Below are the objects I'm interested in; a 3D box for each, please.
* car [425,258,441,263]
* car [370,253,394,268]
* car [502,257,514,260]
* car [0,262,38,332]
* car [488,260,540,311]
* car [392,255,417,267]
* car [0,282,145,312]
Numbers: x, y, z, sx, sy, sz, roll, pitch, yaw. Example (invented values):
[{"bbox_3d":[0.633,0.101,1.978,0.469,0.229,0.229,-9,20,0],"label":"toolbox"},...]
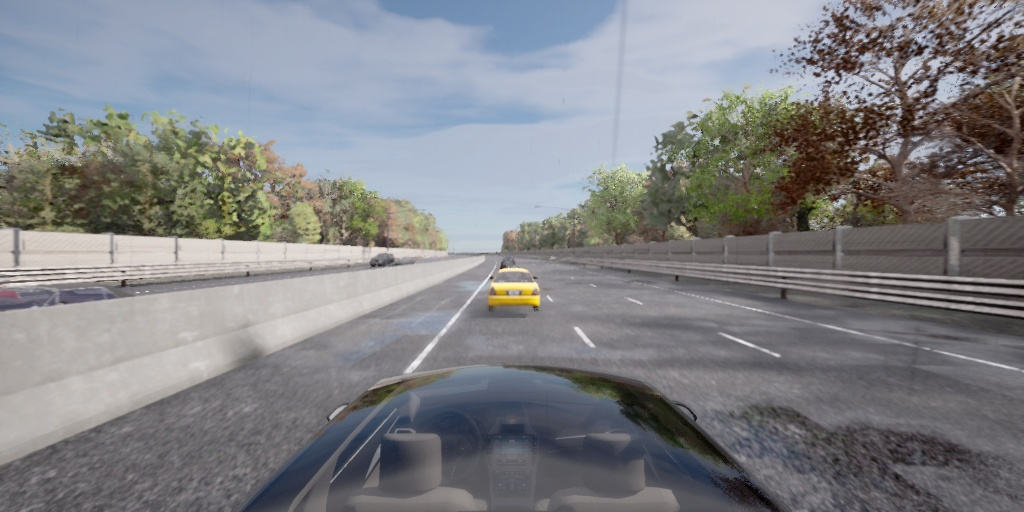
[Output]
[{"bbox_3d":[-11.266,0.963,51.570,2.033,1.411,5.357,0,0,-1],"label":"car"},{"bbox_3d":[-18.257,0.639,51.024,2.150,2.045,5.566,0,1,-1],"label":"car"},{"bbox_3d":[-0.495,0.878,46.927,2.033,1.649,4.856,0,0,-1],"label":"car"},{"bbox_3d":[-14.117,1.067,7.596,2.097,1.767,4.553,0,0,0],"label":"car"},{"bbox_3d":[0.048,1.125,13.918,1.801,1.575,5.366,0,0,0],"label":"car"},{"bbox_3d":[-14.738,0.903,50.085,1.882,1.535,5.008,0,0,-1],"label":"car"},{"bbox_3d":[-10.616,1.313,7.977,1.895,1.301,4.718,0,0,0],"label":"car"}]
